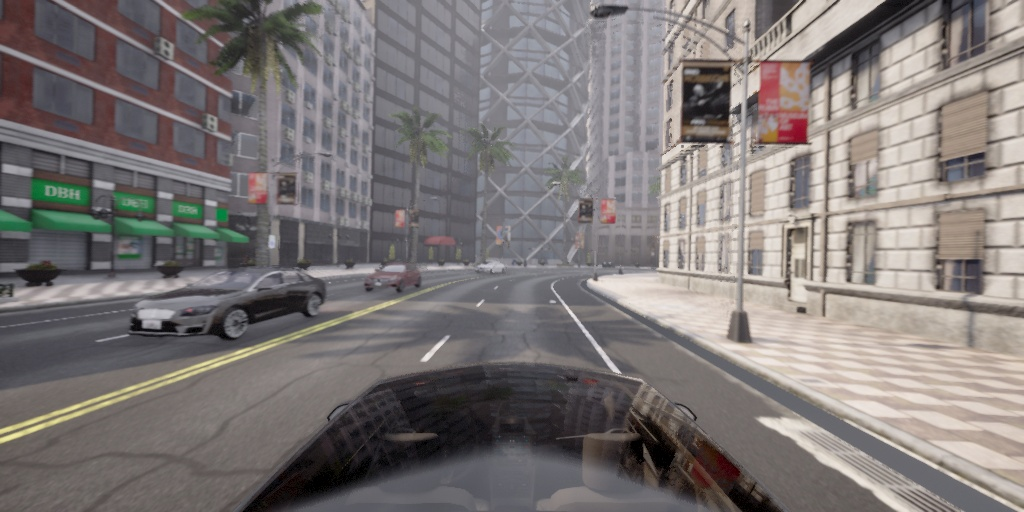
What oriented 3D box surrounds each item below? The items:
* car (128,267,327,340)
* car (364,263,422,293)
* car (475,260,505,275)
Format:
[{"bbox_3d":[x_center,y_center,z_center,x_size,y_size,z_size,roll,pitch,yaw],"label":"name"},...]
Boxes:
[{"bbox_3d":[-6.848,1.062,9.387,2.128,1.511,4.902,1,0,3],"label":"car"},{"bbox_3d":[-6.328,1.104,19.687,1.812,1.442,4.674,1,0,4],"label":"car"},{"bbox_3d":[-2.284,1.197,38.832,1.812,1.442,4.674,1,0,23],"label":"car"}]
